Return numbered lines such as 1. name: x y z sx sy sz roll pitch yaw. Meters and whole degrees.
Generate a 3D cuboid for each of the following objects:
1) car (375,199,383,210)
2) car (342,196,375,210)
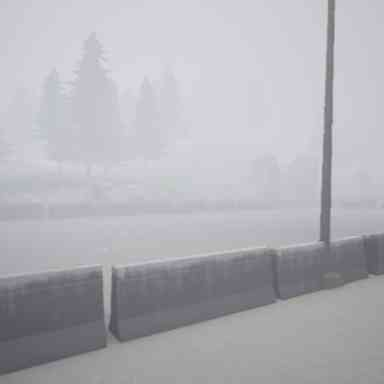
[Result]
1. car: 22.438 1.279 35.765 5.357 1.411 2.033 -1 1 -33
2. car: 19.031 1.180 37.721 5.008 1.535 1.882 0 1 -33
